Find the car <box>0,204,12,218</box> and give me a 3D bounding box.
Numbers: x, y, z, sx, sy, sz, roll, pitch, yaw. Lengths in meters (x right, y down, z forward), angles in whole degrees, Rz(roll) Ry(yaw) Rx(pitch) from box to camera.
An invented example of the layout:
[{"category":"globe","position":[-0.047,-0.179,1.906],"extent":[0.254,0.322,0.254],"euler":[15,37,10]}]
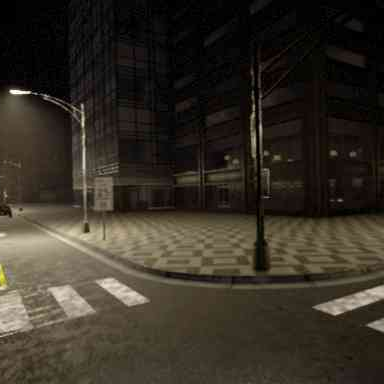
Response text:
[{"category":"car","position":[-22.663,2.253,39.667],"extent":[1.882,1.535,5.008],"euler":[-2,0,-32]}]
